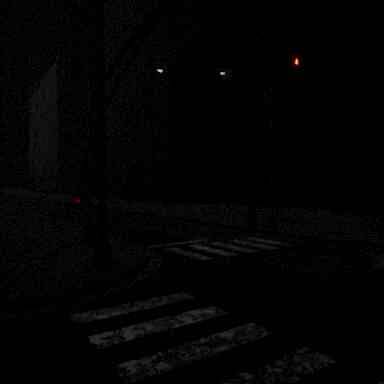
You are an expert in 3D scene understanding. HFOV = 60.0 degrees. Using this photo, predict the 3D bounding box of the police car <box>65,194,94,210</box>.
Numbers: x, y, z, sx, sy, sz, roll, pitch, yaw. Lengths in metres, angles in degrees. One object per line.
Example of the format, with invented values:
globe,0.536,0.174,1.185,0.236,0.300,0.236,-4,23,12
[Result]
police car,-12.185,1.041,35.657,2.038,1.542,4.974,-1,1,-35
